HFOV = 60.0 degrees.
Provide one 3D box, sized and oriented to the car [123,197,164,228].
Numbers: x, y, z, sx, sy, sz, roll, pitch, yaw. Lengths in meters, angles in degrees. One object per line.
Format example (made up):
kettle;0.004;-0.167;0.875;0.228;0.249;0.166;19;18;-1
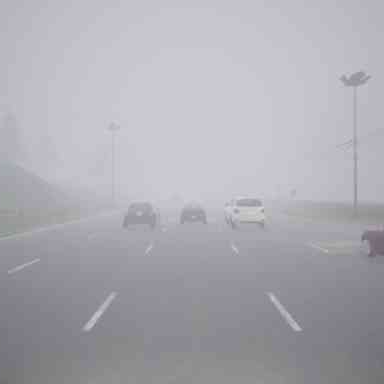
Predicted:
car;-3.399;1.483;23.404;2.097;1.767;4.553;0;0;0

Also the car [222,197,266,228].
car;3.601;1.353;23.193;2.150;2.045;5.566;0;0;0

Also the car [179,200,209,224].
car;0.101;1.624;26.016;1.882;1.535;5.008;0;0;0

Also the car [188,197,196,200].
car;0.005;1.874;74.137;1.882;1.535;5.008;0;0;0

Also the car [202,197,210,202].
car;3.506;1.858;84.556;1.994;1.385;4.181;0;0;0

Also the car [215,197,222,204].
car;7.005;1.946;74.136;2.033;1.411;5.357;0;0;0

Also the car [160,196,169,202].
car;-6.994;1.784;84.558;1.882;1.535;5.008;0;0;0

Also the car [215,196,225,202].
car;7.006;1.845;84.556;2.033;1.411;5.357;0;0;0

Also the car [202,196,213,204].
car;3.505;1.755;74.618;2.097;1.767;4.553;0;0;0

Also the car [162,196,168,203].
car;-6.995;1.926;74.692;1.812;1.442;4.674;0;0;0

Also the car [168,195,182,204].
car;-3.495;1.622;74.168;2.150;2.045;5.566;0;0;0

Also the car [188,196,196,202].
car;0.006;1.845;84.557;2.033;1.411;5.357;0;0;0

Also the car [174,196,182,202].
car;-3.494;1.806;84.557;1.837;1.490;4.892;0;0;0

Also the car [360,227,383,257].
car;7.101;1.535;10.201;1.882;1.535;5.008;0;0;0
